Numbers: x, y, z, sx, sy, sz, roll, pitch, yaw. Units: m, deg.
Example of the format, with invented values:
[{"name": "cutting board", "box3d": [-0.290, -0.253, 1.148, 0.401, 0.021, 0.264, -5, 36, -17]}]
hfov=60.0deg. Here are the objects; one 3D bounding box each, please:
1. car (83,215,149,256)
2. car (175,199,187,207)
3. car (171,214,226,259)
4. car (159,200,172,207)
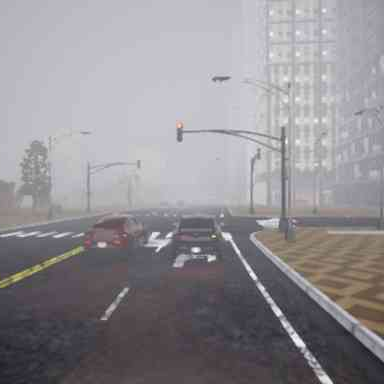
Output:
[{"name": "car", "box3d": [-2.990, 1.663, 13.760, 1.812, 1.442, 4.674, 0, 0, 3]}, {"name": "car", "box3d": [-2.139, 2.213, 66.926, 2.033, 1.411, 5.357, 0, -1, 5]}, {"name": "car", "box3d": [0.265, 1.641, 13.268, 1.837, 1.490, 4.892, 0, 0, 3]}, {"name": "car", "box3d": [-5.379, 2.269, 67.180, 1.895, 1.301, 4.718, 0, -1, 5]}]
